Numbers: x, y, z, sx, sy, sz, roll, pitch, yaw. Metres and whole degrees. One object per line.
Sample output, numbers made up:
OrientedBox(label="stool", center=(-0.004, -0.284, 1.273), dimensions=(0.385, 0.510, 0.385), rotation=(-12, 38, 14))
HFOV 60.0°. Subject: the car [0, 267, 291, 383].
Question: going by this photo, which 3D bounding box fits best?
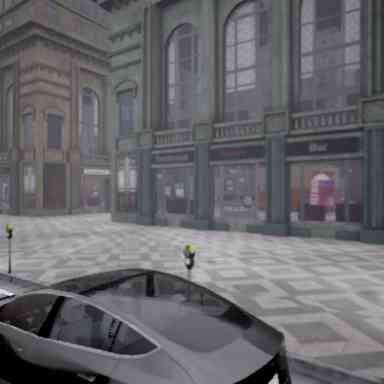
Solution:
OrientedBox(label="car", center=(-1.099, 1.566, 3.745), dimensions=(4.313, 1.339, 1.947), rotation=(0, 0, 36))
